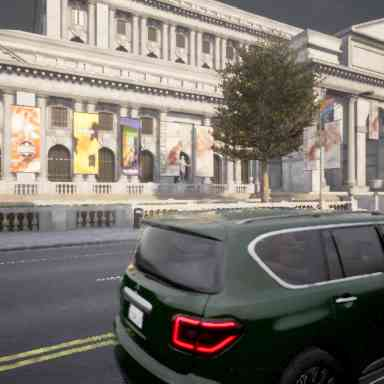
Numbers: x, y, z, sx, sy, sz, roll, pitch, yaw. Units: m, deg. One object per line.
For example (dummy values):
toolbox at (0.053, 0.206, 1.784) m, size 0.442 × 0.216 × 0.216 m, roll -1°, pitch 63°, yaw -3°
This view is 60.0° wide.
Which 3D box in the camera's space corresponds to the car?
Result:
car at (1.775, 1.224, 4.466) m, size 5.566 × 2.045 × 2.150 m, roll 0°, pitch 0°, yaw -31°
